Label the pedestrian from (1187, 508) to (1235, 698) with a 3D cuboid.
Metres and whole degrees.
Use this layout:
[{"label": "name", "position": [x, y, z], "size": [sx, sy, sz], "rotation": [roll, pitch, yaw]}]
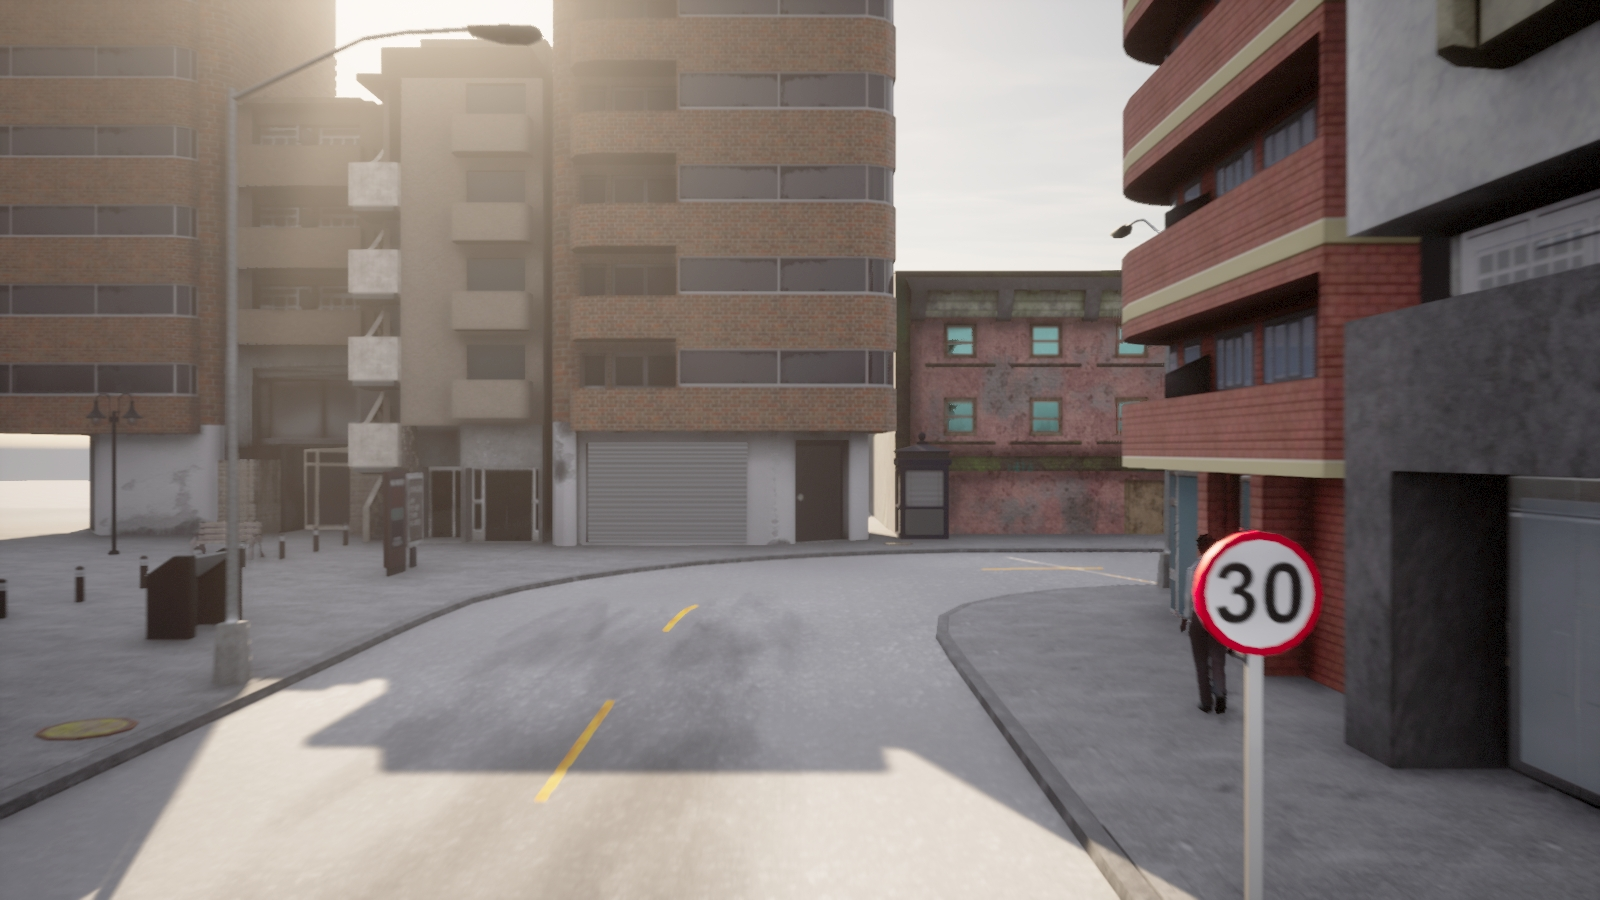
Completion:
[{"label": "pedestrian", "position": [4.141, 1.523, 11.513], "size": [0.375, 1.860, 0.375], "rotation": [0, 0, 5]}]
